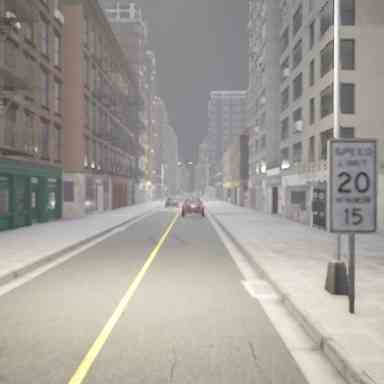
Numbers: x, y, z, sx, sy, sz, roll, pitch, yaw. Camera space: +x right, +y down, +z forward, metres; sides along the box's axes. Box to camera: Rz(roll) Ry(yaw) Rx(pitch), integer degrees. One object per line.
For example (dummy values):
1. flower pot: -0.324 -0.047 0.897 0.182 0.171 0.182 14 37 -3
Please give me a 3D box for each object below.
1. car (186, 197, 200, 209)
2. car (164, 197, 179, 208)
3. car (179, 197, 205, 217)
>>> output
1. car: 0.089 1.448 45.462 1.812 1.442 4.674 0 0 0
2. car: -2.755 1.454 46.691 1.837 1.490 4.892 0 0 0
3. car: 0.094 1.296 31.167 2.097 1.767 4.553 0 0 0
